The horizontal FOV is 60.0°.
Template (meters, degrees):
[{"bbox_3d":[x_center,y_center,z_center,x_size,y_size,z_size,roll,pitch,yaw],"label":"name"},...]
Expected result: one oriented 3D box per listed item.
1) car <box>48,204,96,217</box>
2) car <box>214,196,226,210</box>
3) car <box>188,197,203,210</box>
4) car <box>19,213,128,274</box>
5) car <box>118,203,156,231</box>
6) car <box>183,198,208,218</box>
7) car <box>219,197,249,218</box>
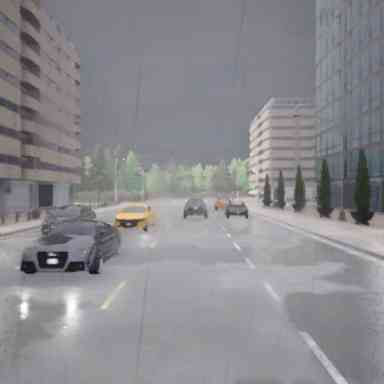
[{"bbox_3d":[-6.926,1.508,19.226,1.837,1.490,4.892,0,0,1],"label":"car"},{"bbox_3d":[3.947,1.347,43.128,2.097,1.767,4.553,0,0,1],"label":"car"},{"bbox_3d":[0.451,1.504,43.368,1.837,1.490,4.892,0,0,1],"label":"car"},{"bbox_3d":[-3.520,1.566,10.424,1.994,1.385,4.181,0,0,1],"label":"car"},{"bbox_3d":[-3.408,1.479,20.590,1.882,1.535,5.008,0,0,1],"label":"car"},{"bbox_3d":[0.331,1.350,29.715,2.097,1.767,4.553,0,0,1],"label":"car"},{"bbox_3d":[3.828,1.488,29.520,2.128,1.511,4.902,0,0,1],"label":"car"}]
